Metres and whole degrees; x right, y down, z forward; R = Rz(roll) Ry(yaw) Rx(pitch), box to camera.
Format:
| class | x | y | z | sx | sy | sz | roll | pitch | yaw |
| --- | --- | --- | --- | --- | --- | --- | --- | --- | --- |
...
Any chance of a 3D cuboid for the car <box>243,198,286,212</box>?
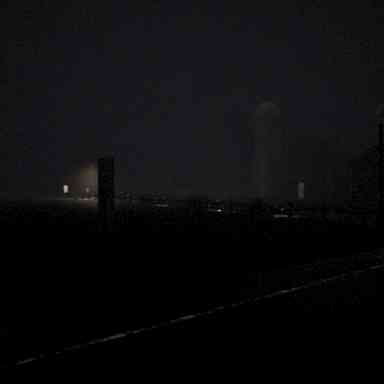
| class | x | y | z | sx | sy | sz | roll | pitch | yaw |
| --- | --- | --- | --- | --- | --- | --- | --- | --- | --- |
| car | 6.979 | 1.326 | 32.591 | 1.812 | 1.442 | 4.674 | -1 | 1 | -35 |

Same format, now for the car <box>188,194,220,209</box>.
| class | x | y | z | sx | sy | sz | roll | pitch | yaw |
| --- | --- | --- | --- | --- | --- | --- | --- | --- | --- |
| car | 1.319 | 1.061 | 40.432 | 2.097 | 1.767 | 4.553 | -1 | 1 | -36 |

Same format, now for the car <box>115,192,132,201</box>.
| class | x | y | z | sx | sy | sz | roll | pitch | yaw |
| --- | --- | --- | --- | --- | --- | --- | --- | --- | --- |
| car | -13.623 | 0.752 | 66.004 | 2.097 | 1.767 | 4.553 | -1 | 1 | -36 |

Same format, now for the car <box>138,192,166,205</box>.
| class | x | y | z | sx | sy | sz | roll | pitch | yaw |
| --- | --- | --- | --- | --- | --- | --- | --- | --- | --- |
| car | -5.880 | 0.945 | 50.433 | 2.097 | 1.767 | 4.553 | -1 | 1 | -36 |
